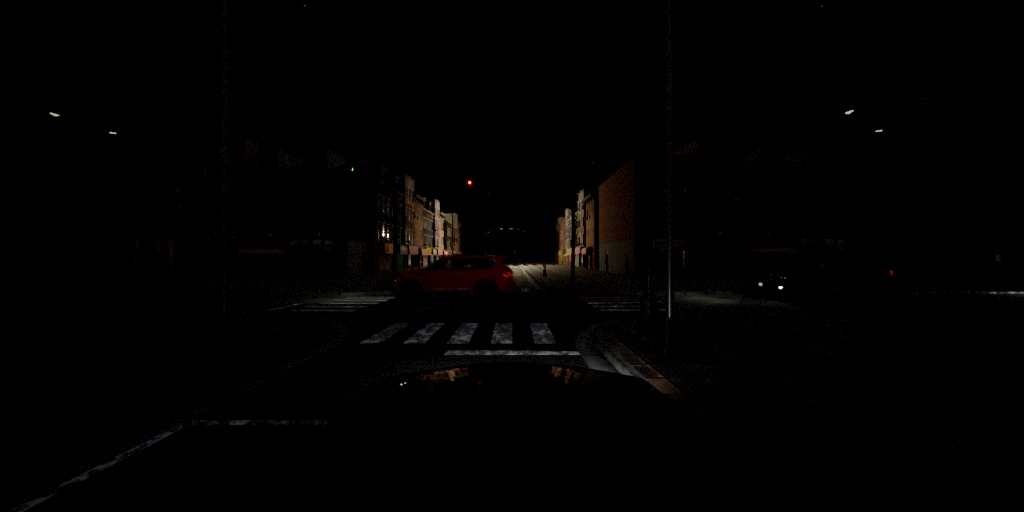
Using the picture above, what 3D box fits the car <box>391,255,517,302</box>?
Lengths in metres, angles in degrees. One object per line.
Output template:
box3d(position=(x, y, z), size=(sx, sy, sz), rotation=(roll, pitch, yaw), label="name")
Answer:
box3d(position=(-2.665, 0.985, 16.716), size=(5.566, 2.045, 2.150), rotation=(0, 0, 0), label="car")

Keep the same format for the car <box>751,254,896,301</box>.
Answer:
box3d(position=(14.340, 0.954, 16.690), size=(5.566, 2.045, 2.150), rotation=(0, 0, 0), label="car")
